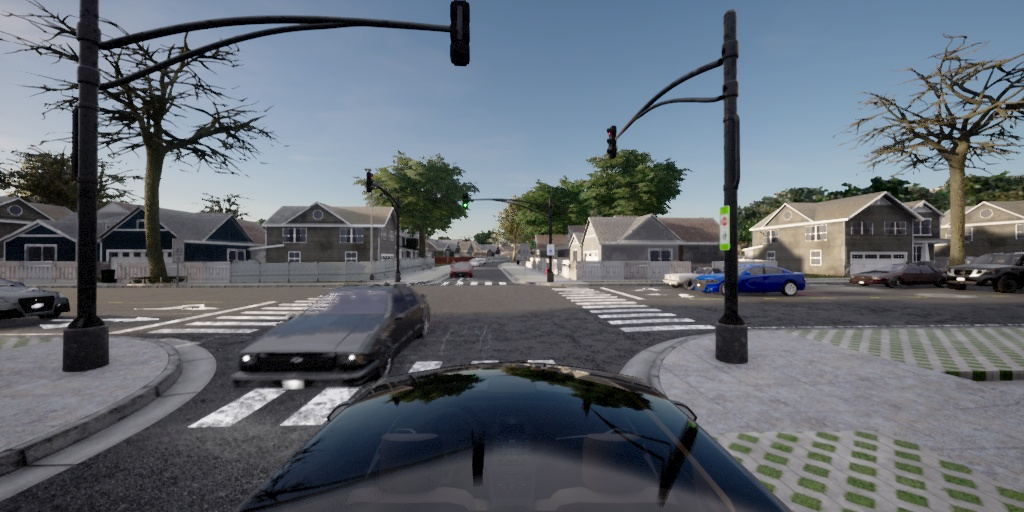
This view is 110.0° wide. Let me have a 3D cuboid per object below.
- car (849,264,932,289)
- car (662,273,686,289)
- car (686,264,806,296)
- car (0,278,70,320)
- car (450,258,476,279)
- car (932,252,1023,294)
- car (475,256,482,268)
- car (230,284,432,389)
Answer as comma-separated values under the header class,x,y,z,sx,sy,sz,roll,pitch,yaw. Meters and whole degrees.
class,x,y,z,sx,sy,sz,roll,pitch,yaw
car,23.632,1.183,21.625,5.357,1.411,2.033,0,0,-2
car,11.481,1.306,21.118,4.718,1.301,1.895,0,0,-2
car,11.741,1.159,17.876,5.008,1.535,1.882,0,0,-2
car,-15.377,1.226,10.034,4.181,1.385,1.994,0,0,-2
car,-4.493,1.258,32.526,1.882,1.535,5.008,0,1,-4
car,25.732,0.818,18.462,5.566,2.045,2.150,0,0,-2
car,-6.450,1.283,60.120,1.812,1.442,4.674,0,1,-3
car,-2.952,1.302,7.364,2.033,1.411,5.357,0,0,-2
